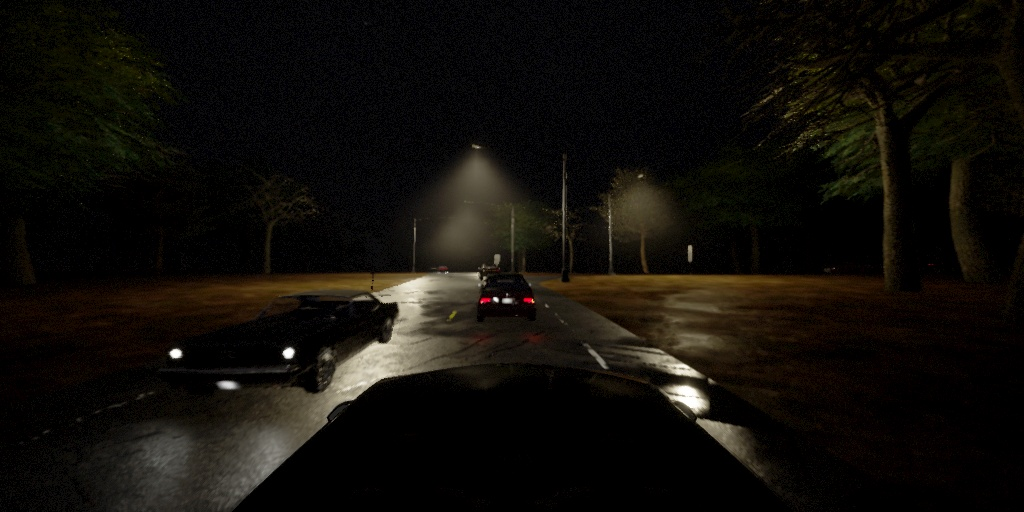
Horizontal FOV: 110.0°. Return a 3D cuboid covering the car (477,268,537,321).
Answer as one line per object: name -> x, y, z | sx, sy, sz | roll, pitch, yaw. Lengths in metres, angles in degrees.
car -> -0.241, 1.299, 12.490 | 2.033, 1.411, 5.357 | 0, 0, -2

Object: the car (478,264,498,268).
car -> -2.153, 1.466, 33.997 | 1.837, 1.490, 4.892 | 1, -1, -7

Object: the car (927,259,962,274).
car -> 46.502, 1.068, 37.384 | 4.902, 1.511, 2.128 | -1, -4, 3

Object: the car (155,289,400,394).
car -> -3.706, 1.350, 6.820 | 1.895, 1.301, 4.718 | 0, 0, -1

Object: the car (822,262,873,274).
car -> 38.106, 1.392, 40.774 | 4.674, 1.442, 1.812 | -1, -4, 2
